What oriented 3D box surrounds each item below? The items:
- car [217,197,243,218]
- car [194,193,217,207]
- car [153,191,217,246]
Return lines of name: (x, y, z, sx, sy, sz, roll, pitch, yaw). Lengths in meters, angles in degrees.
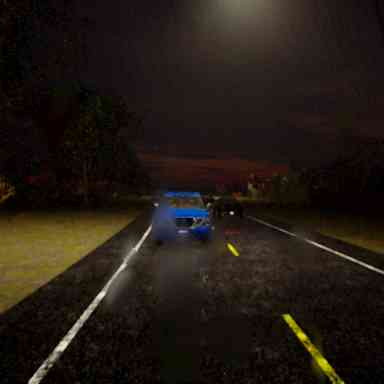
car: (2.634, 1.155, 25.456, 1.837, 1.490, 4.892, 0, 1, -3)
car: (1.538, 0.926, 40.039, 2.128, 1.511, 4.902, 0, 1, -5)
car: (-0.408, 1.012, 14.487, 2.150, 2.045, 5.566, 0, 1, -2)
